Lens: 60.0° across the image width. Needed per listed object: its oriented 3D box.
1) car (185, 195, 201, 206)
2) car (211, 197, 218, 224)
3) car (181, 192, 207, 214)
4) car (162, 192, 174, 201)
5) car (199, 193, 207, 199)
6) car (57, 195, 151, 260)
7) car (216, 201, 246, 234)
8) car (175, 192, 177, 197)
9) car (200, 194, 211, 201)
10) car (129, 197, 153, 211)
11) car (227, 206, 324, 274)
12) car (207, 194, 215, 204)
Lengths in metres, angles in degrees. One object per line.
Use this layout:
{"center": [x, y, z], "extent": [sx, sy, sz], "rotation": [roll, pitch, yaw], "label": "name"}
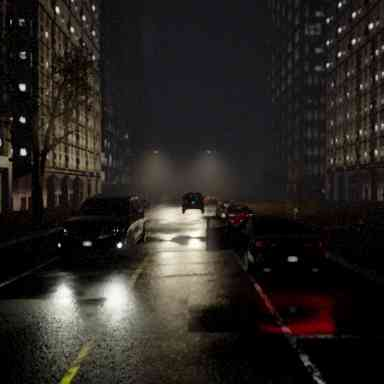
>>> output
{"center": [0.166, 1.212, 48.463], "extent": [2.128, 1.511, 4.902], "rotation": [0, 0, 1], "label": "car"}
{"center": [2.747, 1.376, 26.167], "extent": [1.752, 1.417, 4.829], "rotation": [-1, 0, 0], "label": "car"}
{"center": [0.129, 1.031, 33.309], "extent": [2.150, 2.045, 5.566], "rotation": [0, 0, 0], "label": "car"}
{"center": [-5.521, 1.113, 70.971], "extent": [1.752, 1.417, 4.829], "rotation": [-1, 0, 0], "label": "car"}
{"center": [2.903, 1.032, 88.067], "extent": [2.008, 1.369, 4.403], "rotation": [-1, 0, 0], "label": "car"}
{"center": [-3.070, 1.151, 12.534], "extent": [2.150, 2.045, 5.566], "rotation": [0, 0, 0], "label": "car"}
{"center": [2.732, 1.429, 20.355], "extent": [1.887, 1.381, 4.507], "rotation": [-1, 0, 0], "label": "car"}
{"center": [-5.480, 0.797, 88.063], "extent": [2.192, 1.841, 5.009], "rotation": [-1, 0, 0], "label": "car"}
{"center": [2.861, 1.137, 71.139], "extent": [2.008, 1.369, 4.403], "rotation": [-1, 0, 0], "label": "car"}
{"center": [-5.606, 1.338, 37.293], "extent": [2.008, 1.369, 4.403], "rotation": [-1, 0, 0], "label": "car"}
{"center": [2.385, 1.419, 10.332], "extent": [1.882, 1.535, 5.008], "rotation": [0, 0, 0], "label": "car"}
{"center": [2.803, 1.266, 48.568], "extent": [1.887, 1.381, 4.507], "rotation": [-1, 0, 0], "label": "car"}
